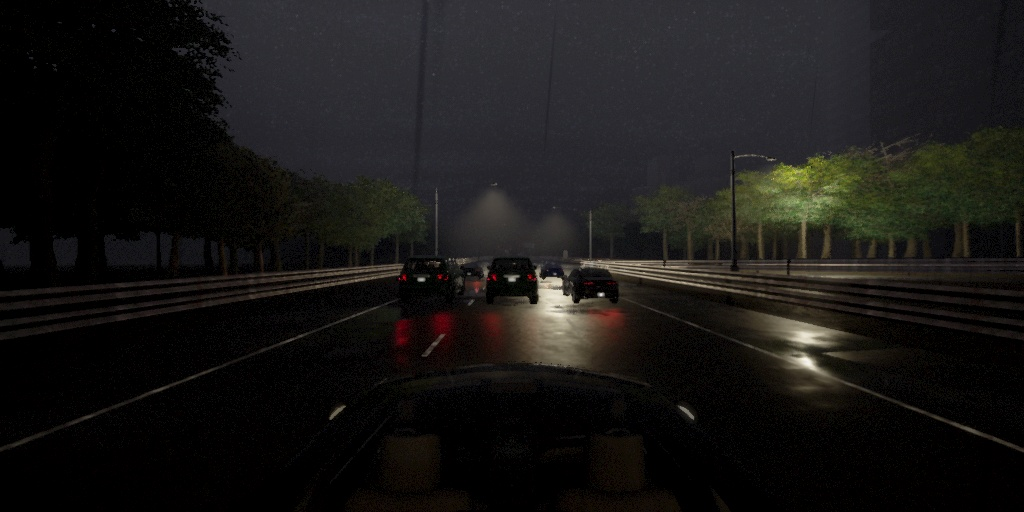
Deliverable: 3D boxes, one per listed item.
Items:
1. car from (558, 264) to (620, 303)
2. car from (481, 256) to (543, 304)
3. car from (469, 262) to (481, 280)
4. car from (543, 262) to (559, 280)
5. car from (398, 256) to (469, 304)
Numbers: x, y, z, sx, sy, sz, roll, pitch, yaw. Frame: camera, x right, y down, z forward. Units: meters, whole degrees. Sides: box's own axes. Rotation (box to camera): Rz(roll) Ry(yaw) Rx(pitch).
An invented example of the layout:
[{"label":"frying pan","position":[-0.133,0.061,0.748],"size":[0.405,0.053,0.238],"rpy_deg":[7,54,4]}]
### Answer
[{"label":"car","position":[3.500,1.267,16.500],"size":[1.837,1.490,4.892],"rpy_deg":[0,0,0]},{"label":"car","position":[0.000,1.008,16.530],"size":[2.150,2.045,5.566],"rpy_deg":[0,0,0]},{"label":"car","position":[-3.500,1.279,31.500],"size":[1.812,1.442,4.674],"rpy_deg":[0,0,0]},{"label":"car","position":[3.500,1.280,31.499],"size":[1.812,1.442,4.674],"rpy_deg":[0,0,0]},{"label":"car","position":[-3.500,1.008,16.531],"size":[2.150,2.045,5.566],"rpy_deg":[0,0,0]}]
